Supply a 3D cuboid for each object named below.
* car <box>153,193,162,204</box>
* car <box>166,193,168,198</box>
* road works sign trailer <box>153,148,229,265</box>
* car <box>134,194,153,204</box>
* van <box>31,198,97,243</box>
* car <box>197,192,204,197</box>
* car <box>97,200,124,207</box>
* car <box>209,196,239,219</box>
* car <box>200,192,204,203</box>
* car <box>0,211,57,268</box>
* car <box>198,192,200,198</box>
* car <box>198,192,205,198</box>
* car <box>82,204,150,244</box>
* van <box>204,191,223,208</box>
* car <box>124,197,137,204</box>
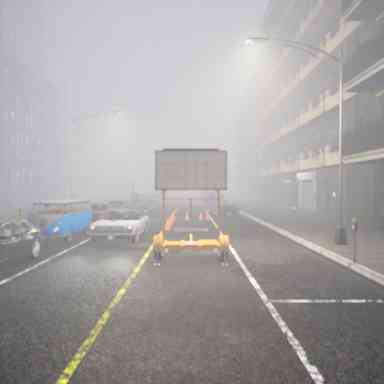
[{"bbox_3d":[-5.829,1.057,47.894,2.008,1.369,4.403,0,1,0],"label":"car"},{"bbox_3d":[-5.862,0.841,58.939,1.967,1.590,4.097,0,1,0],"label":"car"},{"bbox_3d":[-0.030,0.344,11.140,2.380,3.560,2.880,0,1,0],"label":"road works sign trailer"},{"bbox_3d":[-5.798,1.054,36.849,1.967,1.590,4.097,0,1,0],"label":"car"},{"bbox_3d":[-5.734,1.182,14.756,1.690,1.788,3.998,0,1,0],"label":"van"},{"bbox_3d":[2.422,0.621,92.269,1.752,1.417,4.829,0,0,0],"label":"car"},{"bbox_3d":[-5.749,1.327,20.282,1.887,1.381,4.507,0,1,0],"label":"car"},{"bbox_3d":[2.615,1.277,25.828,2.008,1.369,4.403,0,1,0],"label":"car"},{"bbox_3d":[2.552,1.052,47.918,1.887,1.381,4.507,0,1,0],"label":"car"},{"bbox_3d":[-5.718,1.450,9.237,2.008,1.369,4.403,0,1,0],"label":"car"},{"bbox_3d":[2.456,0.761,81.054,1.947,1.339,4.313,0,1,0],"label":"car"},{"bbox_3d":[2.439,0.669,86.745,1.752,1.417,4.829,0,1,0],"label":"car"},{"bbox_3d":[-3.141,1.439,15.041,1.895,1.301,4.718,0,1,0],"label":"car"},{"bbox_3d":[2.583,0.956,36.871,1.690,1.788,3.998,0,1,0],"label":"van"},{"bbox_3d":[-5.765,1.292,25.804,1.947,1.339,4.313,0,1,0],"label":"car"}]
